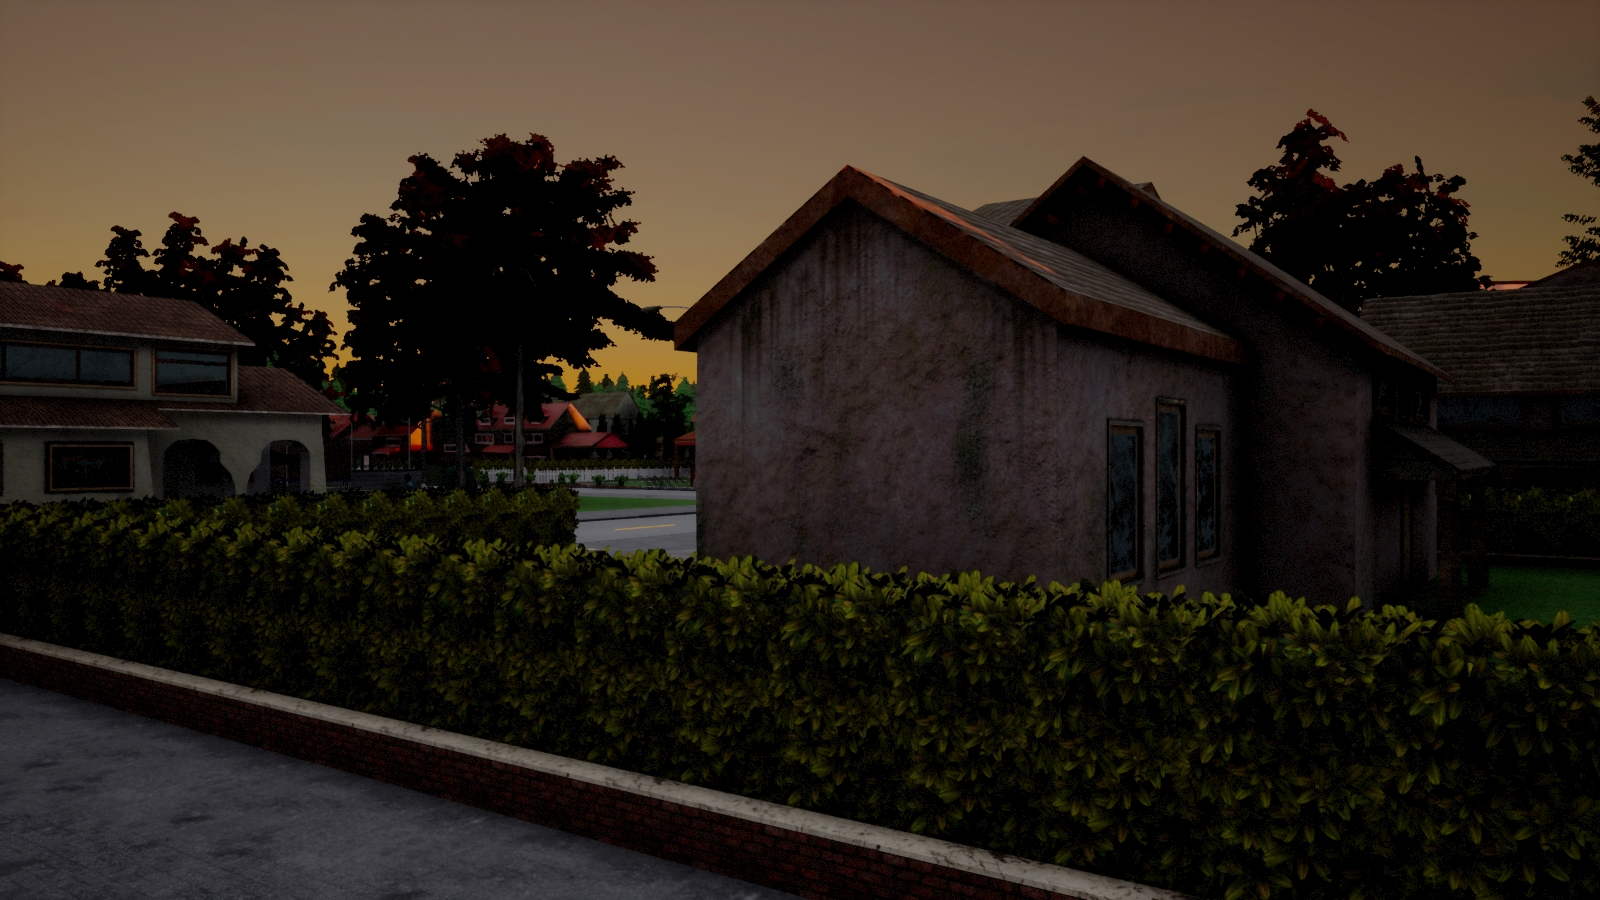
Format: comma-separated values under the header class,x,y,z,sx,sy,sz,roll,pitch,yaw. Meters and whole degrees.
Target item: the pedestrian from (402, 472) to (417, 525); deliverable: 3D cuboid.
class,x,y,z,sx,sy,sz,roll,pitch,yaw
pedestrian,-14.019,1.733,41.010,0.375,1.860,0.375,0,0,40
